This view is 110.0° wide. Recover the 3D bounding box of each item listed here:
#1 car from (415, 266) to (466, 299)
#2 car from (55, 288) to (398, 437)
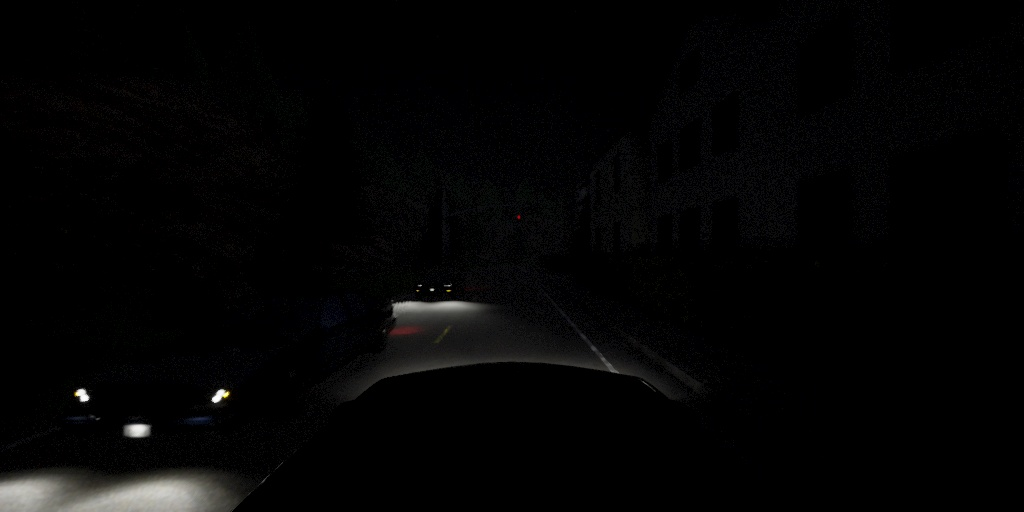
[{"bbox_3d":[-3.488,1.247,18.136,1.837,1.490,4.892,0,0,0],"label":"car"},{"bbox_3d":[-3.586,1.291,6.106,2.033,1.411,5.357,0,0,0],"label":"car"}]
